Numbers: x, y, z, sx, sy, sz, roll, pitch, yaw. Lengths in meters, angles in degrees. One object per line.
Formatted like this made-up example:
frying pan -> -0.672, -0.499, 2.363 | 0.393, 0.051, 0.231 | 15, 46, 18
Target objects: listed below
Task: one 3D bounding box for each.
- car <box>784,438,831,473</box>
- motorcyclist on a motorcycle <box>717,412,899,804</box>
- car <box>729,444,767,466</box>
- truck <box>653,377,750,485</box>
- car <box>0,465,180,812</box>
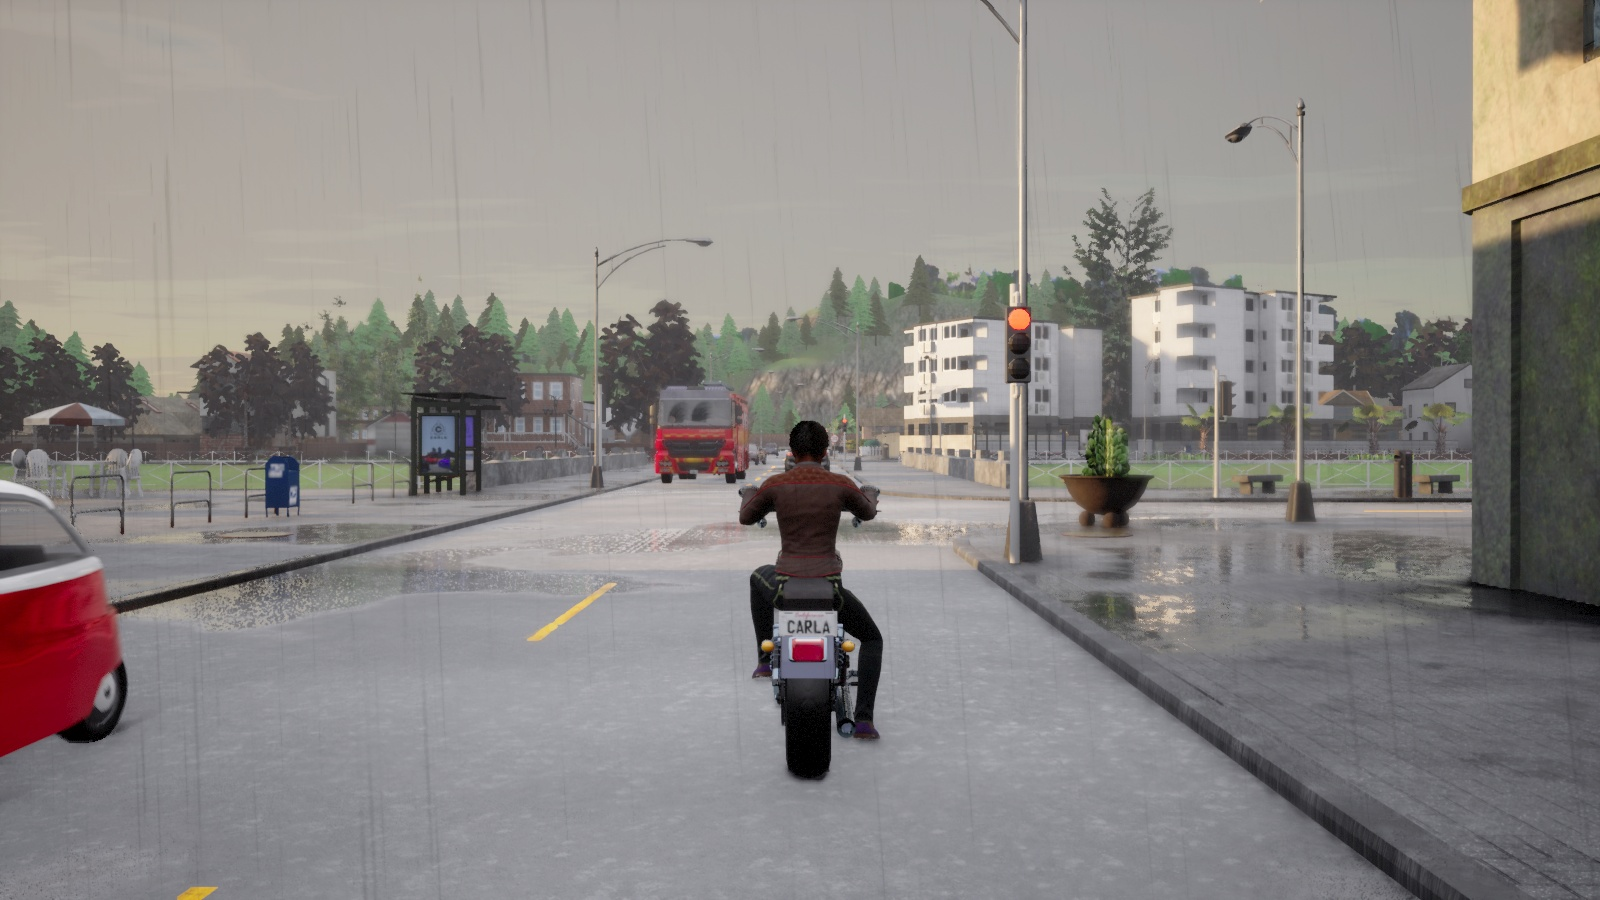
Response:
car -> 0.351, 0.243, 61.720 | 2.242, 1.667, 4.611 | 0, 0, 0
motorcyclist on a motorcycle -> 0.046, 0.660, 6.456 | 0.766, 1.649, 2.350 | 0, 0, 1
car -> -3.479, 0.290, 84.945 | 1.812, 1.442, 4.674 | 0, 0, 8
truck -> -3.681, -0.697, 48.919 | 2.891, 3.827, 8.468 | 0, 0, 2
car -> -3.951, 0.768, 5.392 | 1.481, 1.376, 2.207 | 0, 0, 0
